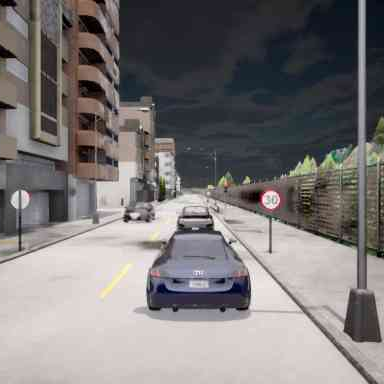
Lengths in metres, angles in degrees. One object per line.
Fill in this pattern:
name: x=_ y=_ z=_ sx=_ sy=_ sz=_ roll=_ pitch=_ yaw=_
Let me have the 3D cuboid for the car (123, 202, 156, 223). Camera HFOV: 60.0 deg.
car: x=-3.903 y=1.492 z=25.227 sx=2.128 sy=1.511 sz=4.902 roll=0 pitch=0 yaw=1

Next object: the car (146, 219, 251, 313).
car: x=0.130 y=1.564 z=7.775 sx=1.994 sy=1.385 sz=4.181 roll=0 pitch=0 yaw=0

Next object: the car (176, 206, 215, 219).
car: x=0.184 y=1.491 z=17.690 sx=2.128 sy=1.511 sz=4.902 roll=0 pitch=0 yaw=1
